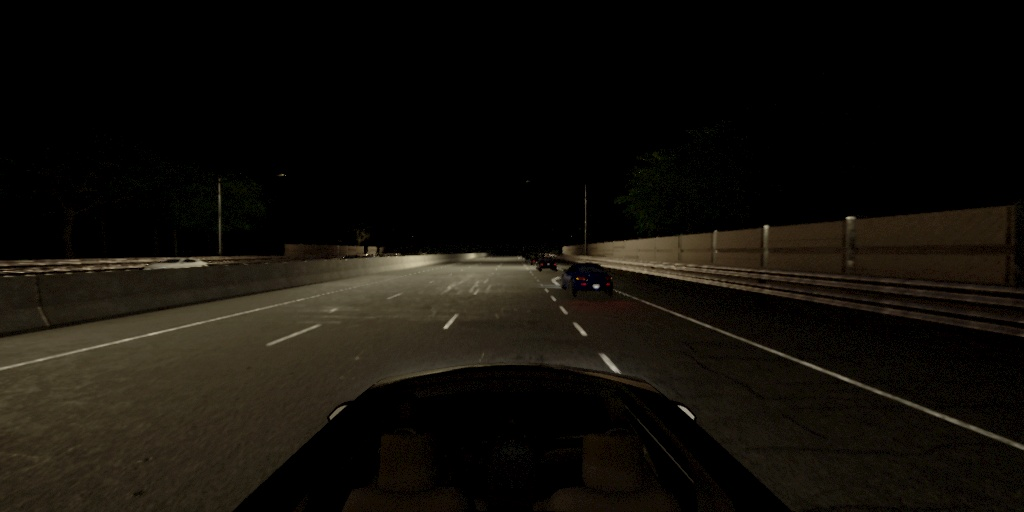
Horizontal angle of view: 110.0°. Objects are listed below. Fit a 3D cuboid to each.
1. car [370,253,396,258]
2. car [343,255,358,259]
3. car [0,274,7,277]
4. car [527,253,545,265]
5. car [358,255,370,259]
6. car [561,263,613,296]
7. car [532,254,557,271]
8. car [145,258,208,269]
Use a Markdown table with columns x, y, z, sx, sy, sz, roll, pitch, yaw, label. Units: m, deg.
| x | y | z | sx | sy | sz | roll | pitch | yaw | label |
| --- | --- | --- | --- | --- | --- | --- | --- | --- | --- |
| -17.505 | 0.433 | 49.997 | 2.097 | 1.767 | 4.553 | 0 | 1 | 1 | car |
| -24.471 | 0.541 | 55.016 | 1.812 | 1.442 | 4.674 | 0 | 1 | 1 | car |
| -21.082 | 1.154 | 13.020 | 1.994 | 1.385 | 4.181 | 0 | 1 | 0 | car |
| 3.553 | 0.548 | 52.985 | 1.837 | 1.490 | 4.892 | 0 | 1 | 0 | car |
| -20.979 | 0.591 | 54.162 | 1.994 | 1.385 | 4.181 | 0 | 1 | 1 | car |
| 3.511 | 1.055 | 17.226 | 1.812 | 1.442 | 4.674 | 0 | 1 | 0 | car |
| 3.524 | 0.799 | 37.013 | 2.033 | 1.411 | 5.357 | 0 | 1 | 0 | car |
| -28.056 | 0.874 | 30.193 | 1.812 | 1.442 | 4.674 | 0 | 1 | 0 | car |
